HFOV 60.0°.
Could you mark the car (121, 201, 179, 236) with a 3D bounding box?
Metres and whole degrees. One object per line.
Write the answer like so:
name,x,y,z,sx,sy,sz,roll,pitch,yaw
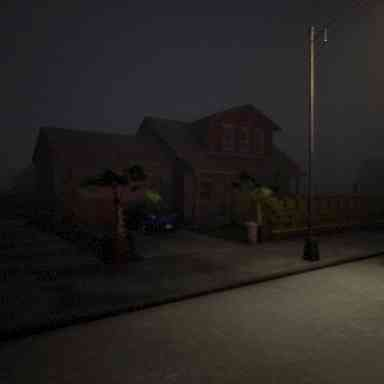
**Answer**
car,-2.143,1.181,15.927,1.845,1.501,3.633,0,0,-38
